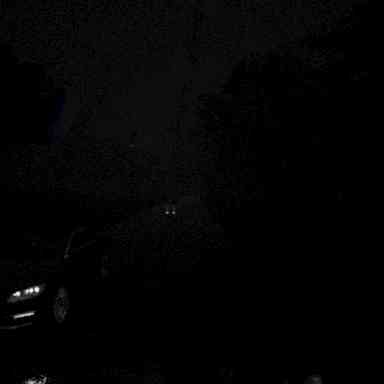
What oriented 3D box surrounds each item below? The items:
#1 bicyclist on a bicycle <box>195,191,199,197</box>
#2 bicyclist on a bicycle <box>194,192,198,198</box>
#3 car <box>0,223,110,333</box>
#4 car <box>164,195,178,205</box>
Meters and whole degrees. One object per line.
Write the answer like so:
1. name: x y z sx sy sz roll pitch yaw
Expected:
1. bicyclist on a bicycle: 1.355 0.604 91.762 0.866 1.612 1.509 0 0 4
2. bicyclist on a bicycle: 0.826 0.707 82.742 0.582 1.620 1.656 -6 0 2
3. car: -3.105 1.485 7.112 2.128 1.511 4.902 0 0 0
4. car: -3.109 1.144 50.623 2.128 1.511 4.902 0 0 0
